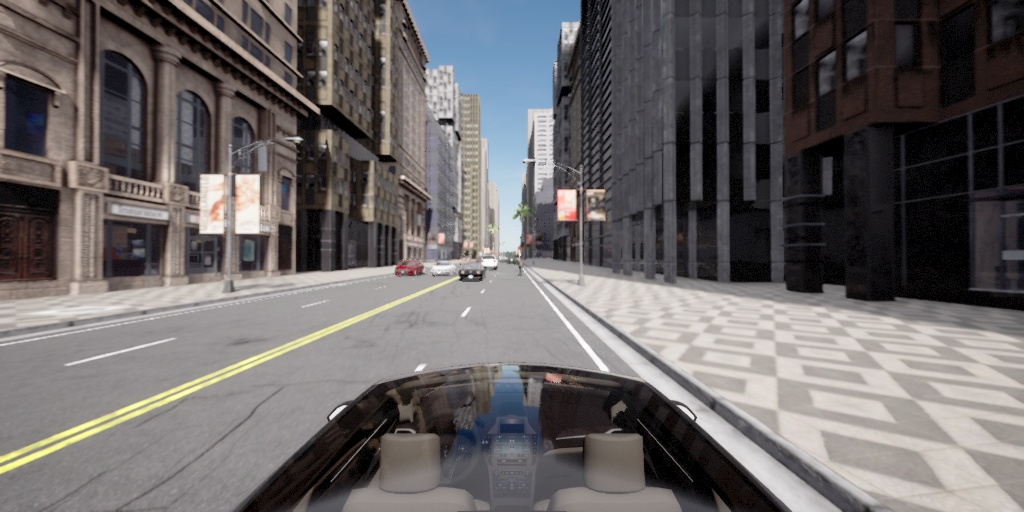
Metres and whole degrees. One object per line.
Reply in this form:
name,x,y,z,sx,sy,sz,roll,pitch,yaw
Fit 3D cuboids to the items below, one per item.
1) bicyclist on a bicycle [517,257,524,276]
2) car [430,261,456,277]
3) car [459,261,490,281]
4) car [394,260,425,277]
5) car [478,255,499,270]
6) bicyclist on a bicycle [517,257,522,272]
bicyclist on a bicycle,0.894,1.136,34.439,0.582,1.620,1.656,0,0,0
car,-6.594,1.208,34.754,1.812,1.442,4.674,0,0,0
car,-3.152,1.295,29.697,1.895,1.301,4.718,0,0,0
car,-9.844,1.160,34.774,1.882,1.535,5.008,0,0,0
car,-3.156,0.864,50.990,2.150,2.045,5.566,0,0,0
bicyclist on a bicycle,0.892,1.033,43.469,0.659,1.776,1.843,0,0,0
